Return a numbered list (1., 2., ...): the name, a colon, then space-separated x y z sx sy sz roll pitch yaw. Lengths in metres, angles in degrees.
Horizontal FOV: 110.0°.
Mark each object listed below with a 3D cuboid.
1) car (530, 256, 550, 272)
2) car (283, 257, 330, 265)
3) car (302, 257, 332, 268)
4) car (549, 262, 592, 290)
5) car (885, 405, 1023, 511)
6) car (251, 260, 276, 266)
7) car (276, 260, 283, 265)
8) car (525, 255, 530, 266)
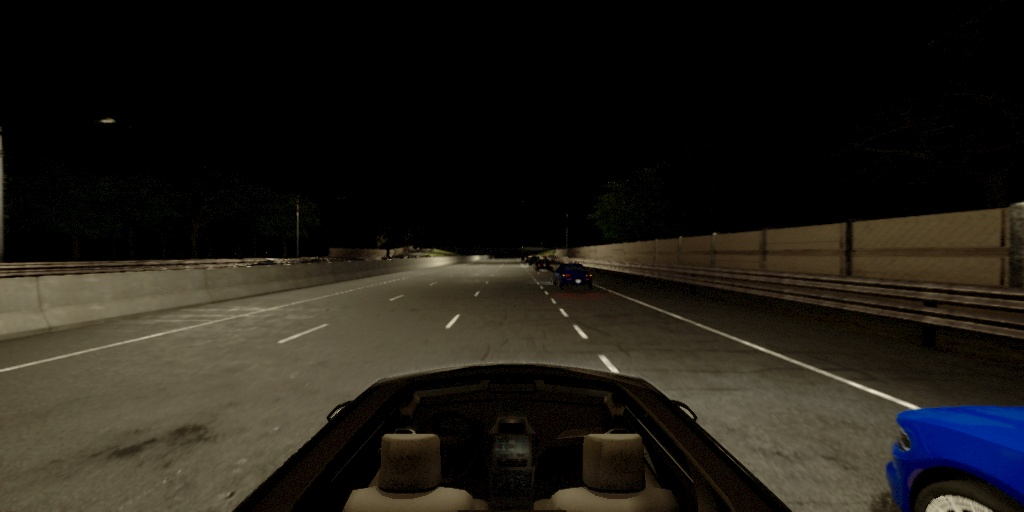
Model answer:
1. car: 3.511 1.025 41.014 2.033 1.411 5.357 0 0 0
2. car: -17.563 1.049 31.691 1.837 1.490 4.892 0 0 0
3. car: -28.012 0.936 51.723 1.812 1.442 4.674 0 0 1
4. car: 3.505 1.139 21.233 1.812 1.442 4.674 0 0 0
5. car: 3.500 1.233 0.351 1.882 1.535 5.008 0 0 0
6. car: -24.548 1.074 36.398 1.994 1.385 4.181 0 0 1
7. car: -21.052 1.078 35.892 1.994 1.385 4.181 0 0 0
8. car: 3.518 0.889 56.986 1.837 1.490 4.892 0 0 0
